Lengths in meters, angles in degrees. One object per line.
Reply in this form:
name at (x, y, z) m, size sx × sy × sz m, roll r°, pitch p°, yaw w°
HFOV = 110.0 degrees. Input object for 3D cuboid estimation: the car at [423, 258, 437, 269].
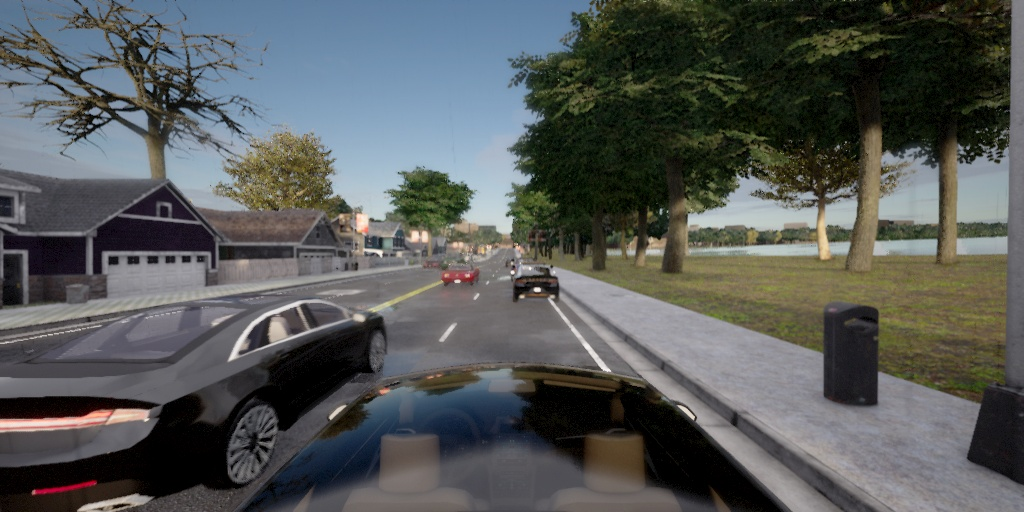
car at (-9.836, 0.956, 45.034) m, size 1.994 × 1.385 × 4.181 m, roll 0°, pitch 0°, yaw 0°

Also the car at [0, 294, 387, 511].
car at (-3.149, 1.225, 4.520) m, size 2.128 × 1.511 × 4.902 m, roll 0°, pitch 0°, yaw 0°

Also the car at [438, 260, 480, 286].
car at (-3.148, 1.144, 22.918) m, size 1.895 × 1.301 × 4.718 m, roll 0°, pitch 1°, yaw 0°

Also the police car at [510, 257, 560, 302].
police car at (0.975, 1.043, 16.166) m, size 1.930 × 1.638 × 5.238 m, roll 0°, pitch 1°, yaw 0°

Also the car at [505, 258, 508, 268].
car at (0.023, 0.887, 51.788) m, size 1.837 × 1.490 × 4.892 m, roll 0°, pitch 0°, yaw 0°

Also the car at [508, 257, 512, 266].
car at (0.974, 0.863, 26.025) m, size 2.097 × 1.767 × 4.553 m, roll 0°, pitch 1°, yaw 0°

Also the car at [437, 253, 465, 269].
car at (-6.596, 0.631, 40.582) m, size 2.150 × 2.045 × 5.566 m, roll 0°, pitch 0°, yaw 0°
